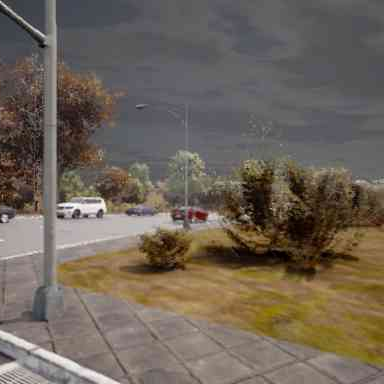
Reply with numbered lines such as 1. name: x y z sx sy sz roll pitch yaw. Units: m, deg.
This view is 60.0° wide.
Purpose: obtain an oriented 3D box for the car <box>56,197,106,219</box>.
1. car: -10.669 1.512 32.194 2.150 2.045 5.566 0 -2 24

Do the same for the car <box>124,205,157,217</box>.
1. car: -6.320 2.340 41.883 2.033 1.411 5.357 0 -3 24

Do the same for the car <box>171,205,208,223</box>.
1. car: -0.108 1.927 29.635 1.882 1.535 5.008 0 -3 24

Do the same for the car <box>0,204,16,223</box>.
1. car: -14.766 1.473 23.028 1.837 1.490 4.892 0 -1 24
